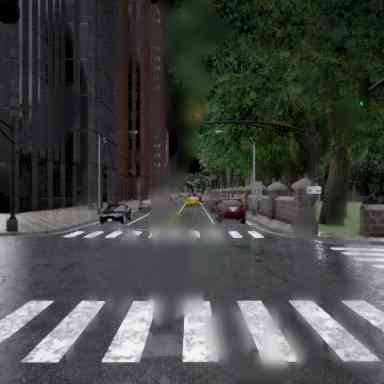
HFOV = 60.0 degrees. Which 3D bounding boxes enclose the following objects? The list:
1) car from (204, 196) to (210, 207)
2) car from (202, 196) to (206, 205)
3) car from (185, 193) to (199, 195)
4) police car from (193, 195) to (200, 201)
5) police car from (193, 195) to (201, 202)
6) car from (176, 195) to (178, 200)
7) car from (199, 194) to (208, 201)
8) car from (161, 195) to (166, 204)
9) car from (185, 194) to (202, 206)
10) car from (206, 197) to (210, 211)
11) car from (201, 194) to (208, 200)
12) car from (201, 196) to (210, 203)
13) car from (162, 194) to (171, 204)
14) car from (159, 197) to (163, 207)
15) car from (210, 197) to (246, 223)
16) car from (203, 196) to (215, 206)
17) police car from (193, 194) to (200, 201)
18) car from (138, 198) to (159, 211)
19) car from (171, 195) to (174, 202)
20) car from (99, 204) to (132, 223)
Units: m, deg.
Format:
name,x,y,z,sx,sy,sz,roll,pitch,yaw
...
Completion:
name,x,y,z,sx,sy,sz,roll,pitch,yaw
car,2.884,1.579,41.615,2.008,1.369,4.403,0,0,0
car,2.900,1.585,47.072,2.008,1.369,4.403,0,0,0
car,0.192,1.276,65.406,2.150,2.045,5.566,0,0,0
police car,1.135,1.510,86.018,1.930,1.638,5.238,0,0,0
police car,1.123,1.495,76.018,1.930,1.638,5.238,0,0,0
car,-5.496,1.533,90.747,1.967,1.590,4.097,0,0,0
car,3.013,1.399,85.268,2.192,1.841,5.009,0,0,0
car,-5.609,1.622,52.547,1.802,1.307,4.206,0,0,0
car,0.212,1.521,55.280,1.882,1.535,5.008,0,0,0
car,2.868,1.588,36.159,1.947,1.339,4.313,0,0,0
car,2.917,1.480,52.529,1.967,1.590,4.097,0,0,0
car,2.981,1.592,74.524,1.752,1.417,4.829,0,0,0
car,-5.576,1.634,63.461,1.802,1.307,4.206,0,0,0
car,-5.625,1.616,47.090,1.802,1.307,4.206,0,0,0
car,2.836,1.325,25.247,2.192,1.841,5.009,0,0,0
car,2.933,1.486,57.985,1.967,1.590,4.097,0,0,0
police car,1.171,1.520,92.018,1.930,1.638,5.238,0,0,0
car,-5.641,1.579,41.633,2.008,1.369,4.403,0,0,0
car,-5.560,1.374,68.919,2.192,1.841,5.009,0,0,0
car,-5.689,1.576,25.262,1.947,1.339,4.313,0,0,0
